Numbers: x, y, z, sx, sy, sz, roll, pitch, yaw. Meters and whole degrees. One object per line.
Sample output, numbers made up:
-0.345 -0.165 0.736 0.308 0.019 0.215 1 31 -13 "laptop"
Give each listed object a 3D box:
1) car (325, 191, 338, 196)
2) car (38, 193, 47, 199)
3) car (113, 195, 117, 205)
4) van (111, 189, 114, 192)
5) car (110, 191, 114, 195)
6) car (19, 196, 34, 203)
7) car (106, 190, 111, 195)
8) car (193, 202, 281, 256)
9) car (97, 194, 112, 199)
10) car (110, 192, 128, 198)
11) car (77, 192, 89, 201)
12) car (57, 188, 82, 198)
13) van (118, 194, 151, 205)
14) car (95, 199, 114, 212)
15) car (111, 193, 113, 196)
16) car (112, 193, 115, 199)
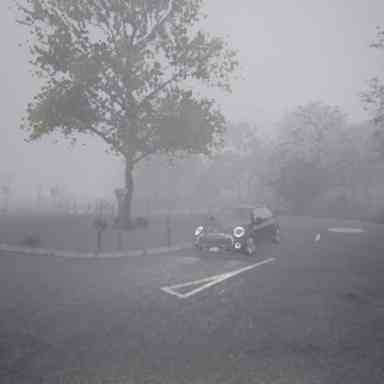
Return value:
31.200 0.487 75.423 1.812 1.442 4.674 0 1 -16 "car"
-37.353 0.948 82.869 1.882 1.535 5.008 0 1 -16 "car"
-10.060 1.569 55.689 5.366 1.575 1.946 0 1 -16 "car"
-15.956 0.901 77.088 4.442 1.987 1.878 0 1 -16 "van"
-14.526 1.236 71.728 5.008 1.535 2.097 0 1 -16 "car"
-32.013 1.420 64.401 1.895 1.301 4.718 0 1 -16 "car"
-19.341 0.906 87.668 5.366 1.575 1.946 0 1 -16 "car"
1.911 1.341 13.284 2.097 1.767 4.553 -2 0 32 "car"
-14.262 1.636 52.600 2.128 1.511 4.902 0 1 -16 "car"
-19.909 0.883 90.394 4.792 1.488 2.163 0 1 -16 "car"
-23.565 1.259 72.986 1.994 1.385 4.181 0 1 -16 "car"
-33.055 0.603 88.556 5.566 2.045 2.435 0 1 -16 "car"
-8.446 1.460 50.374 4.442 1.987 1.878 0 1 -16 "van"
-11.364 1.888 42.680 1.895 1.301 4.718 0 0 -16 "car"
-13.750 1.332 69.064 4.674 1.452 2.002 0 1 -16 "car"
-12.195 1.403 63.736 5.008 1.535 2.097 0 1 -16 "car"
